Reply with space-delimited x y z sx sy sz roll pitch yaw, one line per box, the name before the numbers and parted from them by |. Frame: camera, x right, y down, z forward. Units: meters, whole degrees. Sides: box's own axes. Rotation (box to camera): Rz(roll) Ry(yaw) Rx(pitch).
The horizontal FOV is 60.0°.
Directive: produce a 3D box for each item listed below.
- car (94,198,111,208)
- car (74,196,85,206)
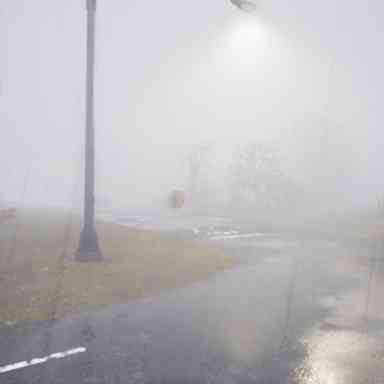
car | -13.611 1.584 49.546 2.128 1.511 4.902 1 0 -32
car | -19.074 1.443 58.224 2.097 1.767 4.553 1 0 -32
